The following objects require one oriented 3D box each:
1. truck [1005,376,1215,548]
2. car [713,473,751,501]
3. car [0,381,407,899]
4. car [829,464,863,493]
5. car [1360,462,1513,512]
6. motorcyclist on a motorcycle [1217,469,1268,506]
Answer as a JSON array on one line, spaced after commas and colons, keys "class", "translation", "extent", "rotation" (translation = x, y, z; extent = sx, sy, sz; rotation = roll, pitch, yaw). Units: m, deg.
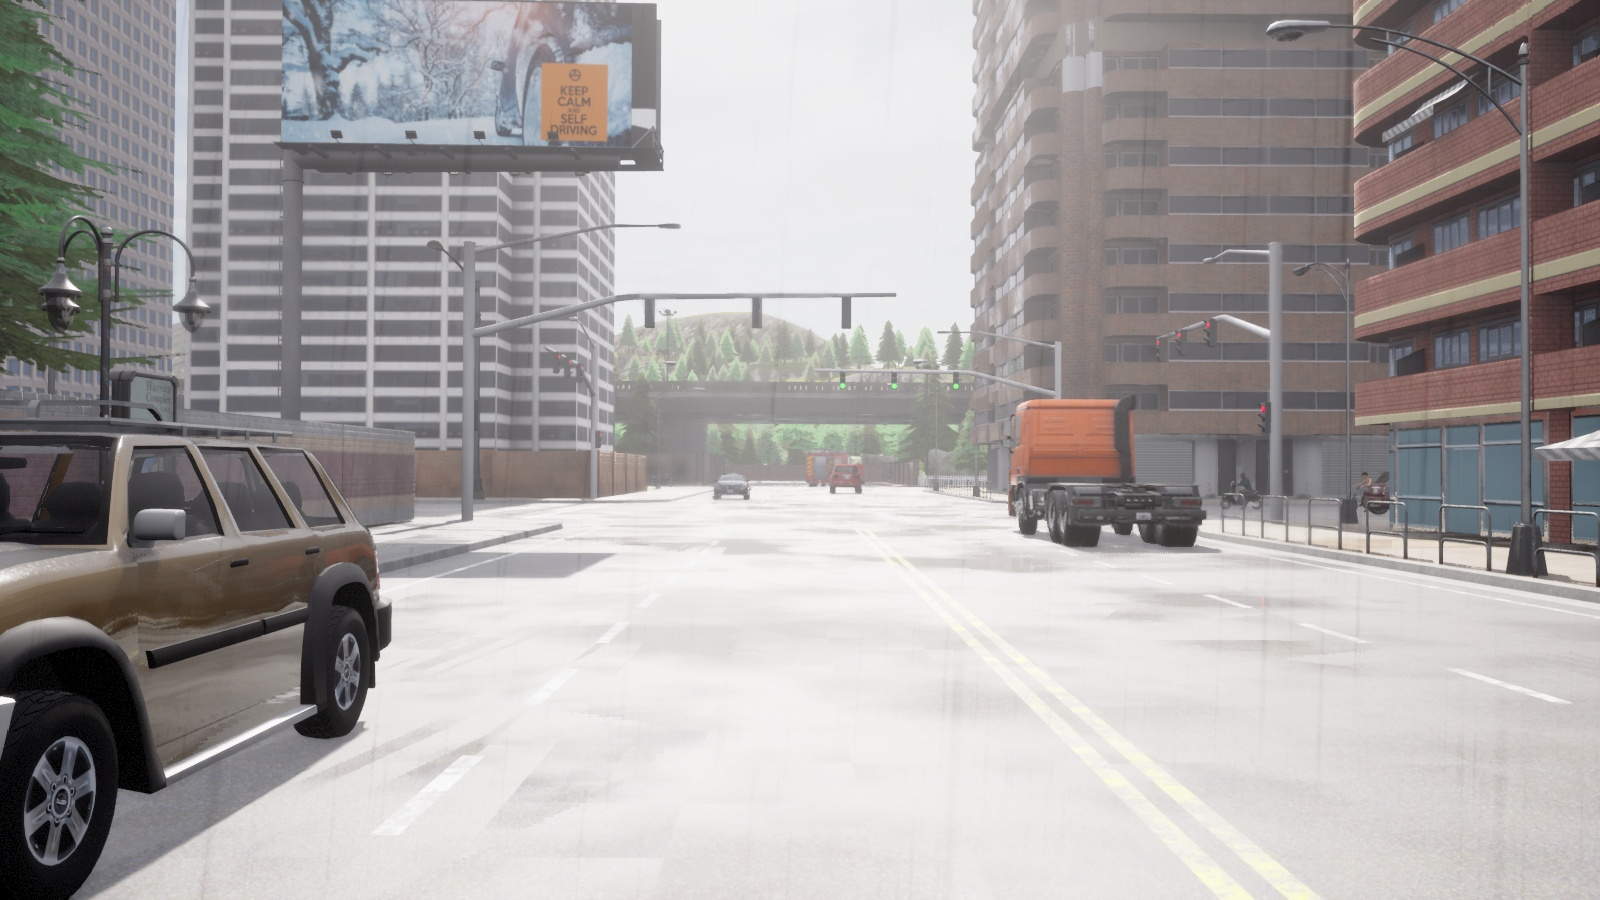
[{"class": "truck", "translation": [6.912, 0.298, 29.342], "extent": [2.891, 3.462, 7.936], "rotation": [0, -1, 0]}, {"class": "car", "translation": [-3.696, 2.011, 68.991], "extent": [1.812, 1.442, 4.674], "rotation": [0, -1, 0]}, {"class": "car", "translation": [-3.520, 0.744, 5.891], "extent": [1.932, 1.855, 4.605], "rotation": [0, -1, 0]}, {"class": "car", "translation": [3.245, 2.017, 89.368], "extent": [2.150, 2.045, 5.566], "rotation": [0, -1, 0]}, {"class": "car", "translation": [23.372, 1.355, 46.257], "extent": [4.553, 1.767, 2.097], "rotation": [0, -1, 0]}, {"class": "motorcyclist on a motorcycle", "translation": [18.769, 1.585, 53.265], "extent": [1.817, 1.590, 0.866], "rotation": [0, -1, 0]}]
